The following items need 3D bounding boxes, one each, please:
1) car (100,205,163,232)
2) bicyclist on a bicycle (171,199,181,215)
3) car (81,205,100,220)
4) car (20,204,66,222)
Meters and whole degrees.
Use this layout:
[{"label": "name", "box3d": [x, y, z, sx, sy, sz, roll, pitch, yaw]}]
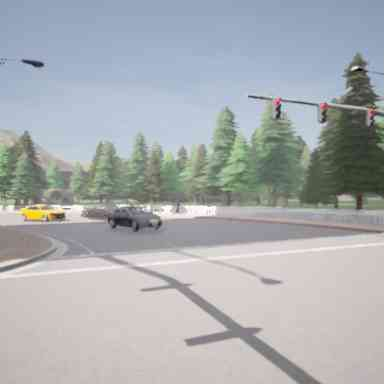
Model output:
[{"label": "car", "box3d": [-3.847, 1.720, 22.074, 2.128, 1.511, 4.902, 0, -1, -41]}, {"label": "bicyclist on a bicycle", "box3d": [-1.693, 1.632, 35.896, 0.582, 1.620, 1.656, -1, 0, 40]}, {"label": "car", "box3d": [-8.303, 1.925, 31.703, 5.357, 1.411, 2.033, -1, -1, 37]}, {"label": "car", "box3d": [-13.819, 1.920, 30.873, 5.008, 1.535, 1.882, -1, 0, 31]}]
